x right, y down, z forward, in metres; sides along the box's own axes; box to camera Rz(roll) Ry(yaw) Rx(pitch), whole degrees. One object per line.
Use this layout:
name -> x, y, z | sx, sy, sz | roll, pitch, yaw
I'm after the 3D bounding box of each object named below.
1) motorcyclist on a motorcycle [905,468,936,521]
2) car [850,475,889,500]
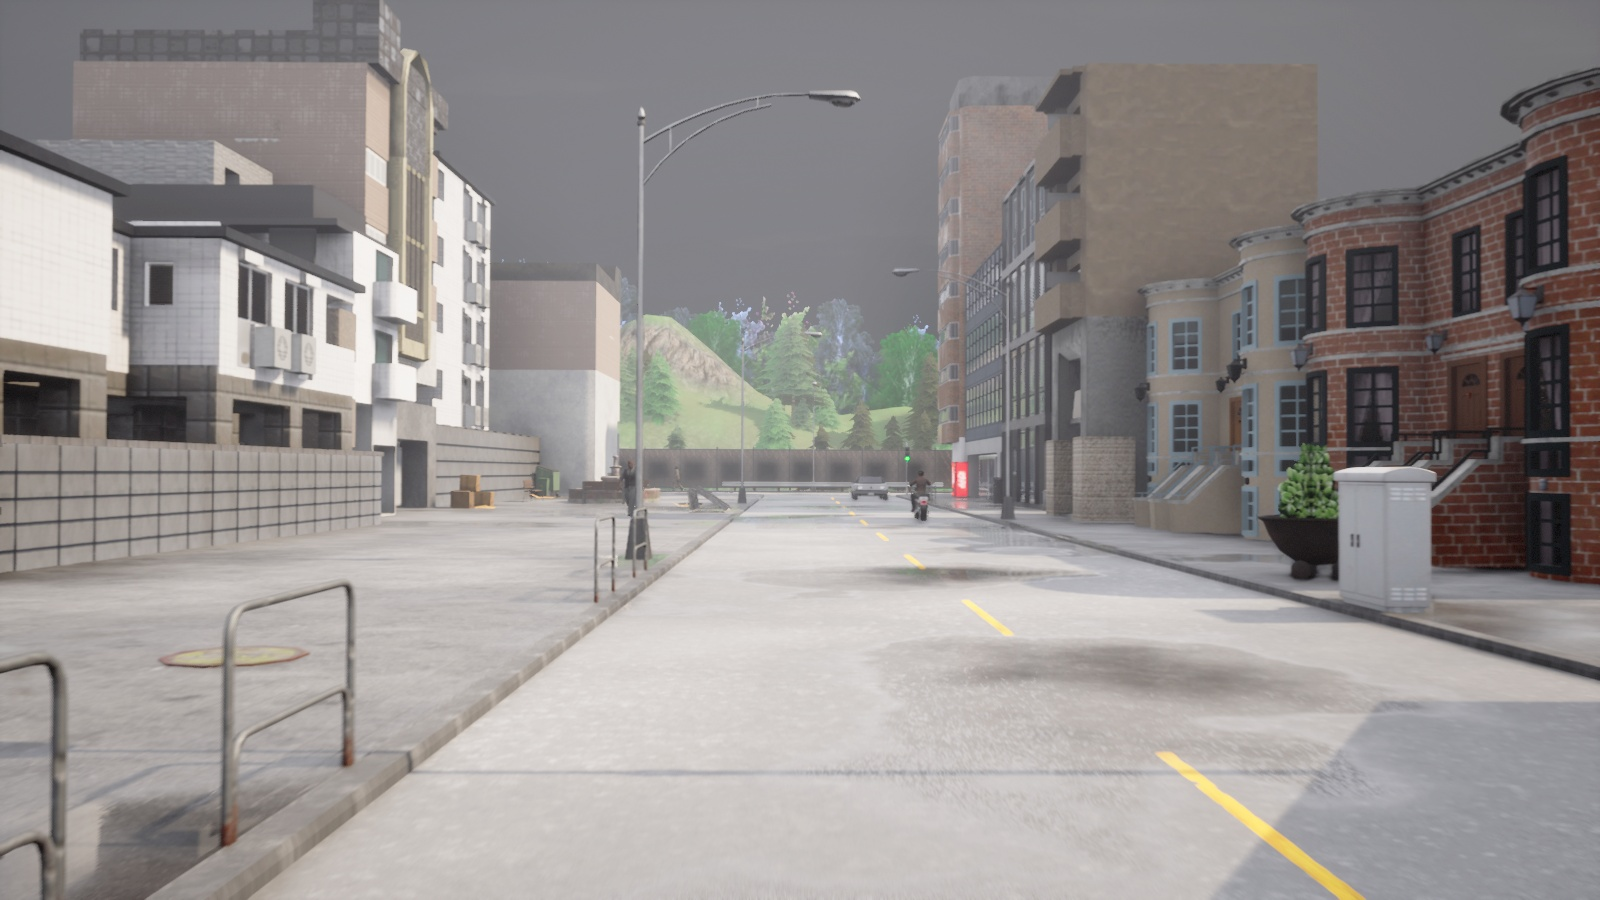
motorcyclist on a motorcycle -> 3.899, 1.432, 40.785 | 0.766, 1.649, 2.350 | 0, -1, 0
car -> 3.829, 2.068, 69.810 | 1.895, 1.301, 4.718 | 0, -1, 0
